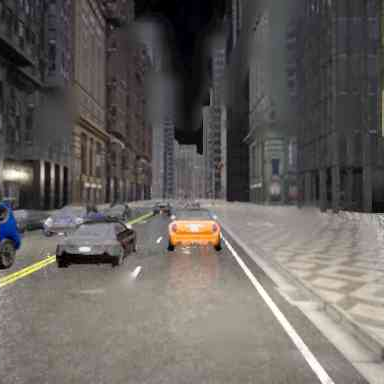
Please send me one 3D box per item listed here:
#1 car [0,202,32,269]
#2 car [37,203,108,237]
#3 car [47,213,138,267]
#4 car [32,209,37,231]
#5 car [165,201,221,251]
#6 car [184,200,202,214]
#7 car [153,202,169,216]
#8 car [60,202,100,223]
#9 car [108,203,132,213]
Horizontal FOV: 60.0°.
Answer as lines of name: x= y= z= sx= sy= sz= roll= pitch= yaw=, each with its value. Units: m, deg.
car: x=-6.607 y=1.295 z=8.541 sx=2.150 sy=2.045 sz=5.566 roll=0 pitch=0 yaw=0
car: x=-6.546 y=1.511 z=18.868 sx=2.097 sy=1.767 sz=4.553 roll=0 pitch=0 yaw=0
car: x=-3.149 y=1.665 z=11.775 sx=1.994 sy=1.385 sz=4.181 roll=0 pitch=0 yaw=0
car: x=-9.782 y=1.710 z=19.276 sx=2.033 sy=1.411 sz=5.357 roll=0 pitch=0 yaw=0
car: x=0.100 y=1.478 z=14.994 sx=2.097 sy=1.767 sz=4.553 roll=0 pitch=-1 yaw=0
car: x=0.100 y=1.833 z=40.583 sx=2.128 sy=1.511 sz=4.902 roll=0 pitch=0 yaw=0
car: x=-3.150 y=1.813 z=36.428 sx=1.837 sy=1.490 sz=4.892 roll=0 pitch=0 yaw=0
car: x=-9.750 y=1.740 z=29.450 sx=1.882 sy=1.535 sz=5.008 roll=0 pitch=-1 yaw=0
car: x=-6.500 y=1.788 z=29.463 sx=1.837 sy=1.490 sz=4.892 roll=0 pitch=0 yaw=0
